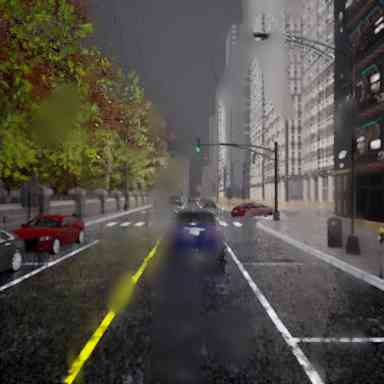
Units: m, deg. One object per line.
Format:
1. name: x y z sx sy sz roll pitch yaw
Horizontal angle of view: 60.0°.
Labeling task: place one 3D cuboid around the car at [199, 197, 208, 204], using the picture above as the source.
1. car: 2.697 2.031 79.797 1.887 1.381 4.507 0 0 0

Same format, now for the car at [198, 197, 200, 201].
1. car: 2.695 1.939 62.899 1.947 1.339 4.313 0 0 0

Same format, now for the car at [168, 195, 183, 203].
1. car: -3.037 1.577 60.441 2.150 2.045 5.566 0 0 1

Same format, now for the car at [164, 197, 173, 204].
1. car: -5.683 2.010 79.628 1.752 1.417 4.829 0 0 0

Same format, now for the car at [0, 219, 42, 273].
1. car: -5.765 1.596 8.177 2.008 1.369 4.403 0 0 0

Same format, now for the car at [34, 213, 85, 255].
1. car: -5.816 1.620 13.717 1.887 1.381 4.507 0 0 0

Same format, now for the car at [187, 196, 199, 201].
1. car: 0.004 1.824 78.822 2.097 1.767 4.553 0 0 0

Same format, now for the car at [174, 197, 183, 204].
1. car: -2.996 1.983 75.922 1.812 1.442 4.674 0 0 0

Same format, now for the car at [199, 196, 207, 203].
1. car: 2.697 1.965 85.429 1.967 1.590 4.097 0 0 0

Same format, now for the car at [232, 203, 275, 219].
1. car: 5.758 1.664 30.803 4.181 1.385 1.994 -2 -1 -27

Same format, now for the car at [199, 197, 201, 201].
1. car: 2.695 1.903 57.267 1.947 1.339 4.313 0 0 0

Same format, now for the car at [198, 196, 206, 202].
1. car: 2.698 2.005 91.061 1.967 1.590 4.097 0 0 0

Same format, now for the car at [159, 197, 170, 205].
1. car: -5.684 1.850 68.533 1.967 1.590 4.097 0 0 0

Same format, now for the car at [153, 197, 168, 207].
1. car: -5.685 1.918 57.267 1.802 1.307 4.206 0 0 0

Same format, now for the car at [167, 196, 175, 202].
1. car: -5.683 2.005 91.061 1.967 1.590 4.097 0 0 0

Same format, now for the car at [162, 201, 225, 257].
1. car: 0.101 1.426 13.453 2.097 1.767 4.553 0 0 0

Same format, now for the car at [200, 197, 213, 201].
1. car: 2.695 1.867 51.634 1.947 1.339 4.313 0 0 0
